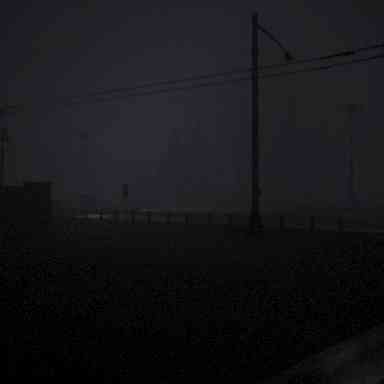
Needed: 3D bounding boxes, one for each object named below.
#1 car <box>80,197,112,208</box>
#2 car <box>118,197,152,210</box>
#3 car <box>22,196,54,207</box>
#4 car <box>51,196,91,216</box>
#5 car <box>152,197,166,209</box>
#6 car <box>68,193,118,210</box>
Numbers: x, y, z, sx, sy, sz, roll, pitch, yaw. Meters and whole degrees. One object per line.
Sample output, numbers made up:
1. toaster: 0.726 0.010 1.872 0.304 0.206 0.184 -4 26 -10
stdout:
1. car: -14.132 1.459 48.936 4.674 1.442 1.812 0 0 29
2. car: -7.594 1.493 41.294 4.181 1.385 1.994 0 0 29
3. car: -23.157 1.436 49.957 5.008 1.535 1.882 0 0 29
4. car: -12.510 1.444 32.012 5.008 1.535 1.882 0 0 29
5. car: -5.781 1.408 44.290 4.902 1.511 2.128 0 0 29
6. car: -10.911 1.175 35.126 5.566 2.045 2.150 0 0 29
